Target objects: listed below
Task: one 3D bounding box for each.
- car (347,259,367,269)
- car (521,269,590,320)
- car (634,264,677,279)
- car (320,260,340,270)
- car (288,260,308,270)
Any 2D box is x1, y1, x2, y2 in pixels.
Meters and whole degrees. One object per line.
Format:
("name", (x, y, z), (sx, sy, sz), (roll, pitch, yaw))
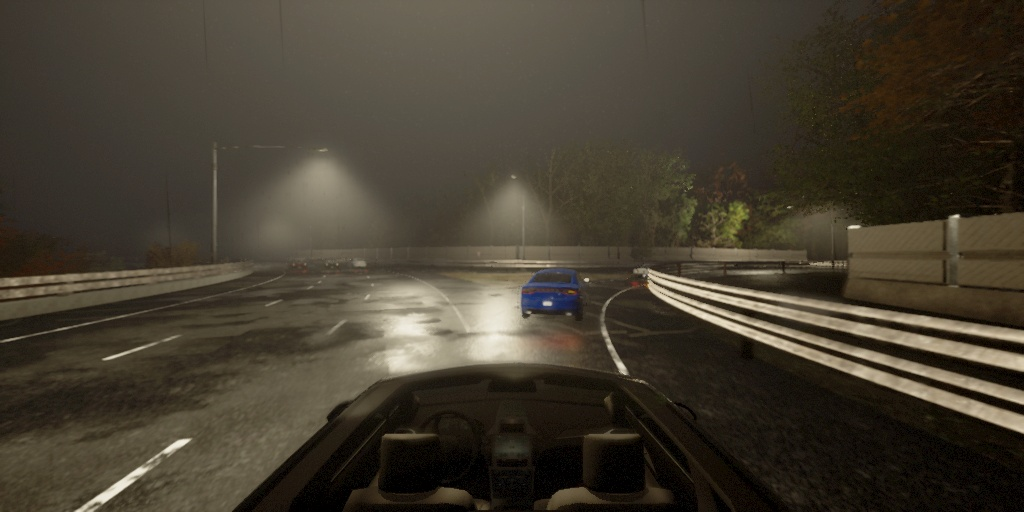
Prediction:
("car", (-21.663, 1.081, 50.025), (1.812, 1.442, 4.674), (0, 0, -36))
("car", (1.645, 1.200, 12.650), (1.882, 1.535, 5.008), (0, 0, 15))
("car", (12.299, 1.298, 30.496), (4.718, 1.301, 1.895), (0, 0, -44))
("car", (-24.477, 1.154, 48.032), (1.895, 1.301, 4.718), (0, 0, -35))
("car", (-28.455, 1.146, 47.544), (1.895, 1.301, 4.718), (0, 0, -37))
